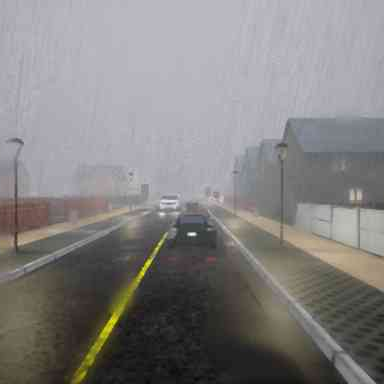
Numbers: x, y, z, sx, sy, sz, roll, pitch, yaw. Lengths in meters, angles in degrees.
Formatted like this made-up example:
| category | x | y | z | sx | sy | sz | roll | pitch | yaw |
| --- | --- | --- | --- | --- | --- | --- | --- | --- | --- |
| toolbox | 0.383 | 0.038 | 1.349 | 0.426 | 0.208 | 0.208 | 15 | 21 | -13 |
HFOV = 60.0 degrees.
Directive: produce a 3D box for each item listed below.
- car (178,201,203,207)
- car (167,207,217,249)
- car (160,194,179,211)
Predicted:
| category | x | y | z | sx | sy | sz | roll | pitch | yaw |
| --- | --- | --- | --- | --- | --- | --- | --- | --- | --- |
| car | 0.000 | 1.537 | 29.650 | 1.812 | 1.442 | 4.674 | 0 | 0 | 0 |
| car | 0.000 | 1.573 | 14.649 | 1.994 | 1.385 | 4.181 | 0 | 0 | 0 |
| car | -2.750 | 1.333 | 41.622 | 2.150 | 2.045 | 5.566 | 0 | 0 | 0 |
